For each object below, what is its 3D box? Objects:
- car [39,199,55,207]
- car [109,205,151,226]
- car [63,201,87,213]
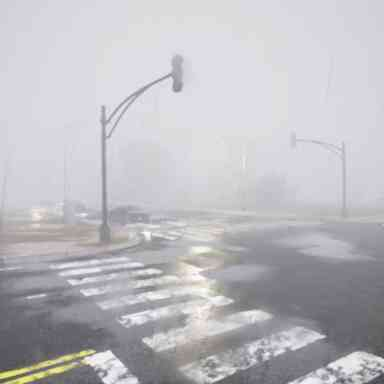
[{"bbox_3d":[-23.439,1.814,53.800,1.895,1.301,4.718,-1,0,-33],"label":"car"},{"bbox_3d":[-4.685,1.681,24.716,1.994,1.385,4.181,-1,0,-33],"label":"car"},{"bbox_3d":[-13.511,1.697,38.326,1.994,1.385,4.181,-1,0,-33],"label":"car"}]
